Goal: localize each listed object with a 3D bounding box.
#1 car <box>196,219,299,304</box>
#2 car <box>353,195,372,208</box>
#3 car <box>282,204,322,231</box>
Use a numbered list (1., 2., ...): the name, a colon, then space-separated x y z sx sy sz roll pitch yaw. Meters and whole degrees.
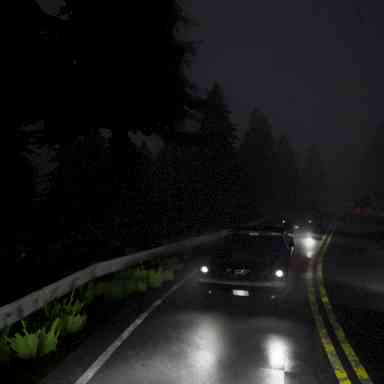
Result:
1. car: 1.601 1.599 8.426 1.895 1.301 4.718 -1 0 18
2. car: 20.682 1.060 40.220 2.128 1.511 4.902 -2 0 28
3. car: 6.699 1.461 20.060 2.033 1.411 5.357 -2 0 26
